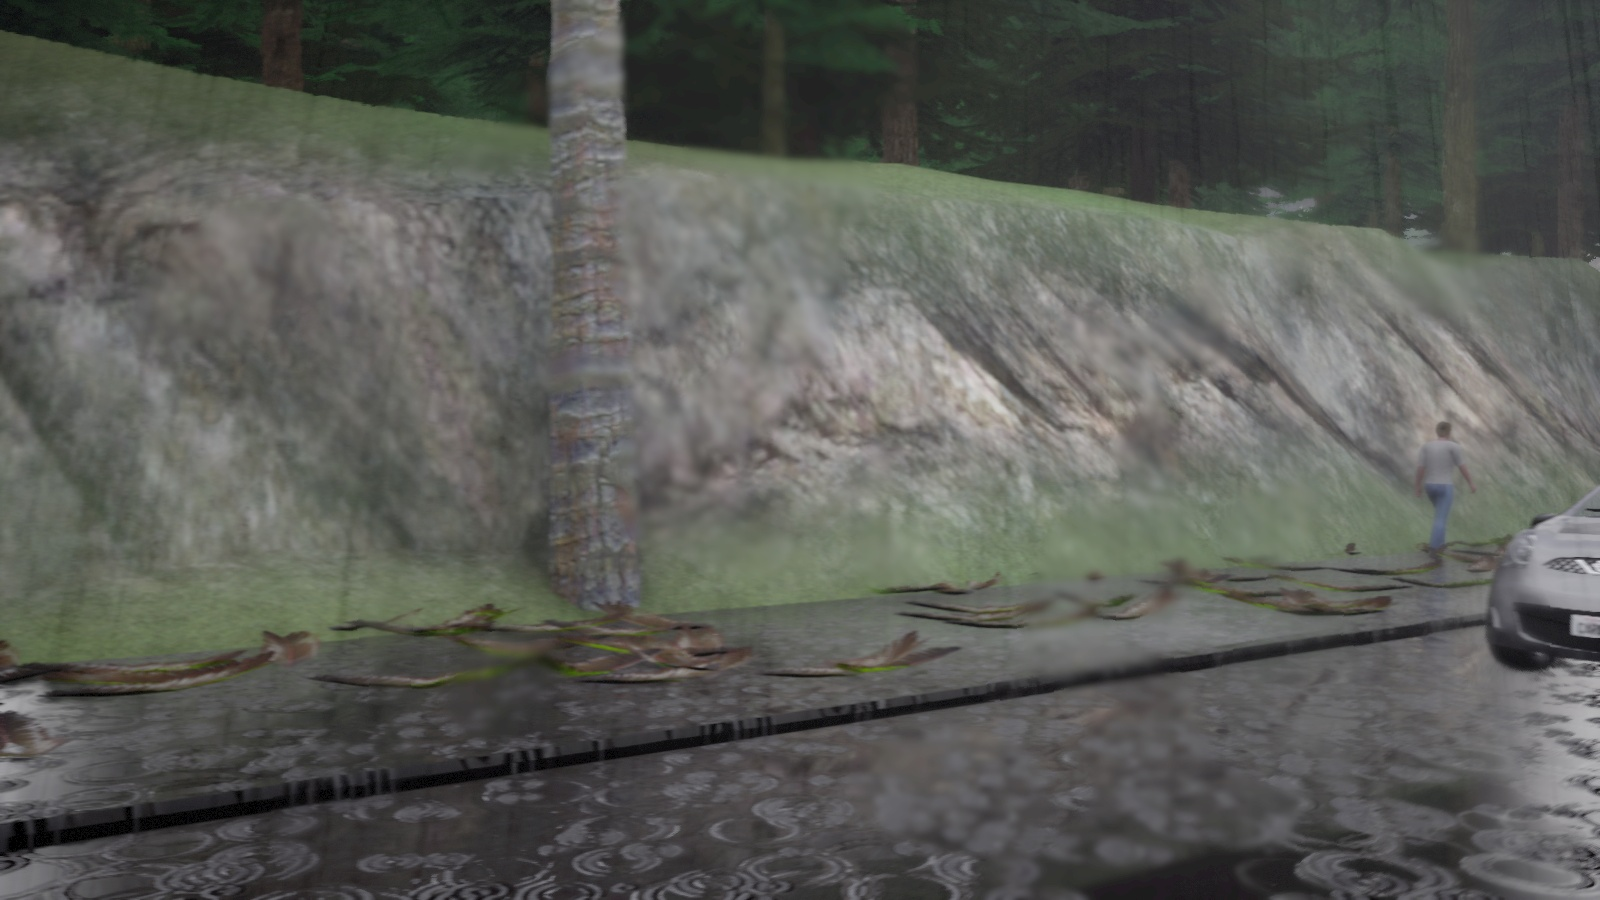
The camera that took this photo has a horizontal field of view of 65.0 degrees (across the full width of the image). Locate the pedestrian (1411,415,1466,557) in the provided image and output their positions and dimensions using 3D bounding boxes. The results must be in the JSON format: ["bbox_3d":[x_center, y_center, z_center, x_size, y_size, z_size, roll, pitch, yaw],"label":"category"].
[{"bbox_3d":[8.454,0.470,16.618,0.706,1.836,0.354,0,0,-35],"label":"pedestrian"}]

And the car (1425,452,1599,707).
[{"bbox_3d":[6.127,0.768,8.534,3.633,1.501,1.845,0,0,-35],"label":"car"}]
